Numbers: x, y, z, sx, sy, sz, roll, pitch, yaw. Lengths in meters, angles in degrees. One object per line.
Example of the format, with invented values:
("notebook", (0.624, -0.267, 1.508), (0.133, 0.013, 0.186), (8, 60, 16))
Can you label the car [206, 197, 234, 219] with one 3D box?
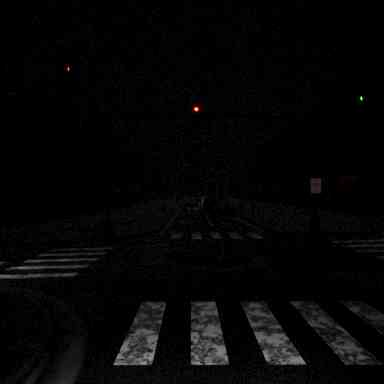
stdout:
("car", (2.597, 1.473, 29.715), (1.967, 1.590, 4.097), (-1, 0, 0))

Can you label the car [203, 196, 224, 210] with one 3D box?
("car", (2.590, 1.360, 35.117), (2.192, 1.841, 5.009), (-1, 0, 0))

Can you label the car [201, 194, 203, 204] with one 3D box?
("car", (2.584, 1.374, 40.520), (2.192, 1.841, 5.009), (-1, 0, 0))

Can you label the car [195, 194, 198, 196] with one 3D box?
("car", (0.021, 1.719, 68.926), (1.994, 1.385, 4.181), (0, 0, 0))

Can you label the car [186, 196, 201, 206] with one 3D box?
("car", (0.046, 1.705, 55.584), (1.895, 1.301, 4.718), (0, 0, 0))

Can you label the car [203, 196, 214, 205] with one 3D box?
("car", (2.959, 1.582, 61.105), (1.801, 1.575, 5.366), (0, 0, 0))

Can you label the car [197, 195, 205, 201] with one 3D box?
("car", (2.525, 1.712, 94.543), (1.967, 1.590, 4.097), (-1, 0, 0))

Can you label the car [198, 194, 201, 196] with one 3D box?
("car", (2.914, 1.506, 67.886), (2.097, 1.767, 4.553), (0, 0, 0))
